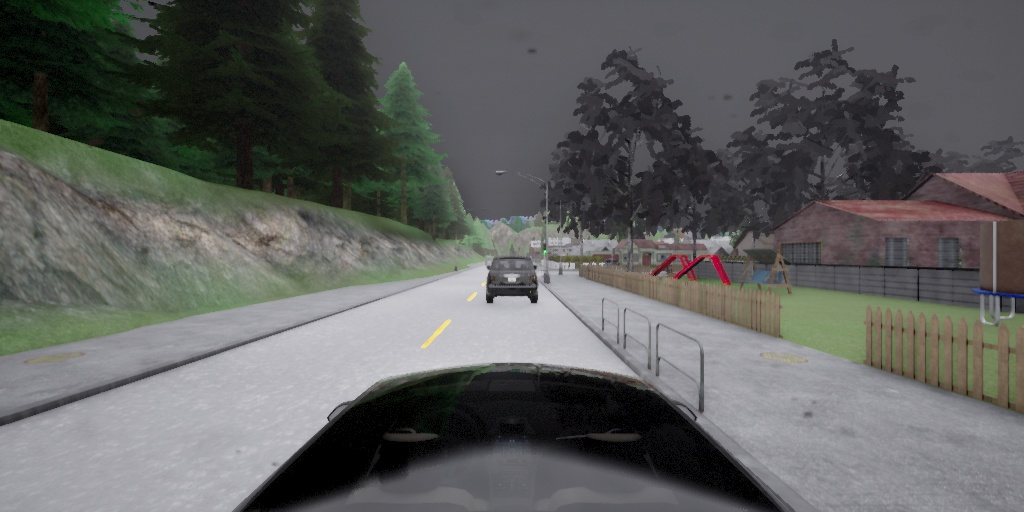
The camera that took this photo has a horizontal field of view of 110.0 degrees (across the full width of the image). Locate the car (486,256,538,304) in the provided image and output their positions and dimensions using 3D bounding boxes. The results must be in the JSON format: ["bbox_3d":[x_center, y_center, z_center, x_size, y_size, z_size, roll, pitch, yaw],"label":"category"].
[{"bbox_3d":[0.000,1.006,16.530,2.150,2.045,5.566,0,0,0],"label":"car"}]
